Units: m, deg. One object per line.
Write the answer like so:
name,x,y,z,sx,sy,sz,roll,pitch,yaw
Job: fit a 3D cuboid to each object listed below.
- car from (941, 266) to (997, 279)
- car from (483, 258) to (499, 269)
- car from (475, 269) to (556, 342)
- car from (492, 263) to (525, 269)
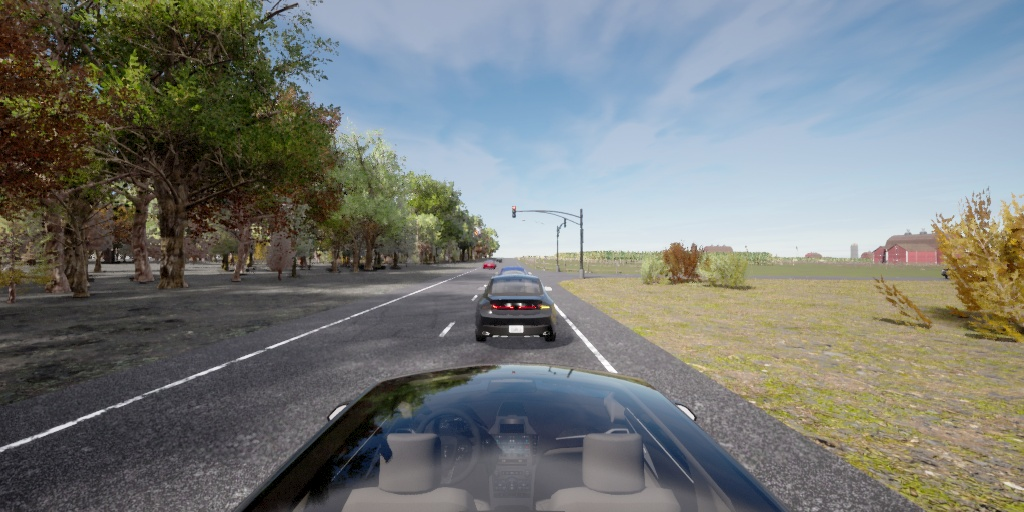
car,48.434,1.768,37.793,4.902,1.511,2.128,1,-1,0
car,-3.529,1.319,58.073,1.994,1.385,4.181,0,0,0
car,0.081,1.257,9.793,1.837,1.490,4.892,0,0,0
car,0.076,1.280,19.042,1.812,1.442,4.674,0,0,0
